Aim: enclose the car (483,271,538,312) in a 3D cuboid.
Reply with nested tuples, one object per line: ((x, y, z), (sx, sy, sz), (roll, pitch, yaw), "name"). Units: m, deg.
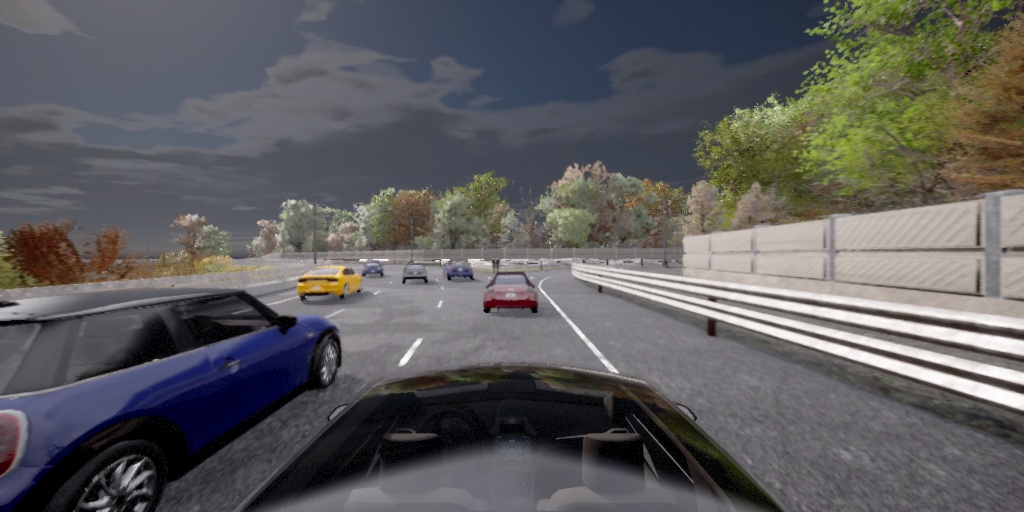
((-0.045, 1.285, 14.025), (1.994, 1.385, 4.181), (0, 0, 0), "car")

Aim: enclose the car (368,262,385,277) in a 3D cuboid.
((-13.726, 1.264, 35.596), (1.812, 1.442, 4.674), (0, 0, -20), "car")

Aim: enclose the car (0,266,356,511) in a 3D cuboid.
((-3.721, 1.115, 3.950), (2.097, 1.767, 4.553), (0, 0, -3), "car")

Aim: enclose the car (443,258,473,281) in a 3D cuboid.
((-4.572, 1.057, 30.011), (2.097, 1.767, 4.553), (0, 0, -16), "car")

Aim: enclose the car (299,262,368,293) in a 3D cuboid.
((-8.831, 1.234, 17.809), (1.882, 1.535, 5.008), (0, 0, -10), "car")

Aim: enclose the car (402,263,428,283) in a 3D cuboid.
((-7.490, 1.273, 27.761), (2.033, 1.411, 5.357), (0, 0, -16), "car")
